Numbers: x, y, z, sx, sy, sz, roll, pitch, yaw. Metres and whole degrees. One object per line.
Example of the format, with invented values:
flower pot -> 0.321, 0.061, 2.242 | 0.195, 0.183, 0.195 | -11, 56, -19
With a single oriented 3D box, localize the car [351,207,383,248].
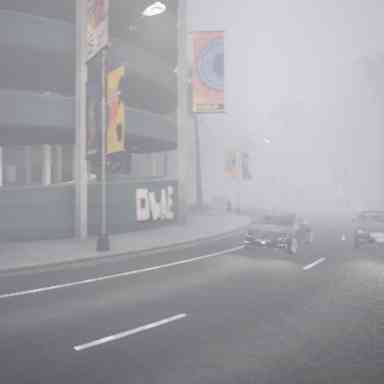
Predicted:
car -> 8.285, 1.587, 14.842 | 2.128, 1.511, 4.902 | 0, 0, 27

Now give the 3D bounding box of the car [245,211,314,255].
car -> 3.838, 1.597, 14.112 | 1.837, 1.490, 4.892 | 1, 0, 32

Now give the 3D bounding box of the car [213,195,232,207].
car -> 5.483, 1.611, 62.340 | 2.150, 2.045, 5.566 | 0, -1, -17

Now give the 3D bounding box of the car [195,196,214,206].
car -> 1.953, 1.926, 61.888 | 1.812, 1.442, 4.674 | 0, -1, -17

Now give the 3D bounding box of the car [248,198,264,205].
car -> 13.498, 1.934, 70.525 | 2.231, 1.521, 4.892 | 0, 0, -17
